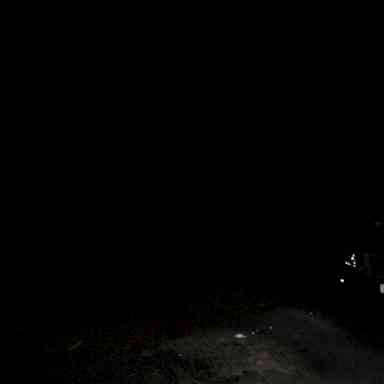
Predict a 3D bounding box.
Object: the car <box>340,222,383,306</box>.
[{"bbox_3d":[5.418,1.221,6.937,5.566,2.045,2.150,0,0,-35],"label":"car"}]
